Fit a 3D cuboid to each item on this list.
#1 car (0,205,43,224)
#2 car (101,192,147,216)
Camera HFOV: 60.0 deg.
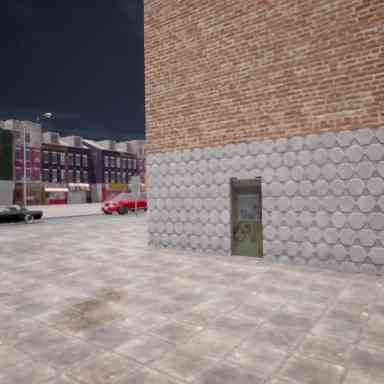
[{"bbox_3d":[-12.475,1.551,21.826,1.895,1.301,4.718,-2,0,35],"label":"car"},{"bbox_3d":[-5.887,1.048,31.213,2.150,2.045,5.566,-2,0,35],"label":"car"}]
